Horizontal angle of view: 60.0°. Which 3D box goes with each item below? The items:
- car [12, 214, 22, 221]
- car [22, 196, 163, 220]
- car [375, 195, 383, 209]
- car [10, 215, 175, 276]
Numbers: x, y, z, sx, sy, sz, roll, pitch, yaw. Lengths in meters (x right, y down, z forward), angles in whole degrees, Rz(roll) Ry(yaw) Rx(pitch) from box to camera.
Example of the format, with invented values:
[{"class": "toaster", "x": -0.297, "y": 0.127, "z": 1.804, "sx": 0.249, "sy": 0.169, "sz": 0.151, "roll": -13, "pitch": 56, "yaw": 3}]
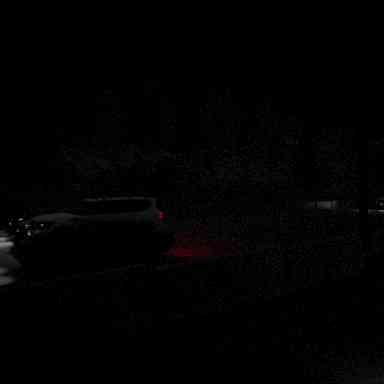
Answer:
[{"class": "car", "x": -6.184, "y": 1.525, "z": 16.773, "sx": 4.674, "sy": 1.442, "sz": 1.812, "roll": 0, "pitch": 0, "yaw": -35}, {"class": "car", "x": -3.861, "y": 1.220, "z": 14.133, "sx": 5.566, "sy": 2.045, "sz": 2.150, "roll": 0, "pitch": 0, "yaw": -35}, {"class": "car", "x": 26.717, "y": 1.213, "z": 44.488, "sx": 5.566, "sy": 2.045, "sz": 2.150, "roll": 0, "pitch": 0, "yaw": -35}, {"class": "car", "x": -2.990, "y": 1.600, "z": 10.456, "sx": 4.718, "sy": 1.301, "sz": 1.895, "roll": 0, "pitch": 0, "yaw": -35}]
